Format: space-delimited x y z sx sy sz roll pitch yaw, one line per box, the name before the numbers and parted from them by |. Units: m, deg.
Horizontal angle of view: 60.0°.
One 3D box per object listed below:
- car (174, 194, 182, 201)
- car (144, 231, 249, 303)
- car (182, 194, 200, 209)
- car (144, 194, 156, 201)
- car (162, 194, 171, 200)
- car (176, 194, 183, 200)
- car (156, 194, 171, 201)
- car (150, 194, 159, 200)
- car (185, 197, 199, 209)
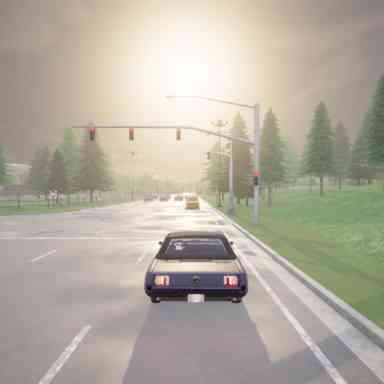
car | -3.336 1.545 80.848 1.994 1.385 4.181 0 0 0
car | 0.096 1.601 8.136 1.895 1.301 4.718 0 0 1
car | -0.033 1.083 46.329 1.882 1.535 5.008 -3 17 -3
car | -10.337 1.531 80.445 2.033 1.411 5.357 0 0 0
car | -6.816 1.372 90.858 2.033 1.411 5.357 0 0 0
car | -3.316 1.357 90.851 1.812 1.442 4.674 0 0 0
car | -6.837 1.531 80.438 2.033 1.411 5.357 0 0 0
car | -10.316 1.332 90.865 1.837 1.490 4.892 0 0 0
car | 0.049 1.576 49.804 2.033 1.411 5.357 -1 1 1
